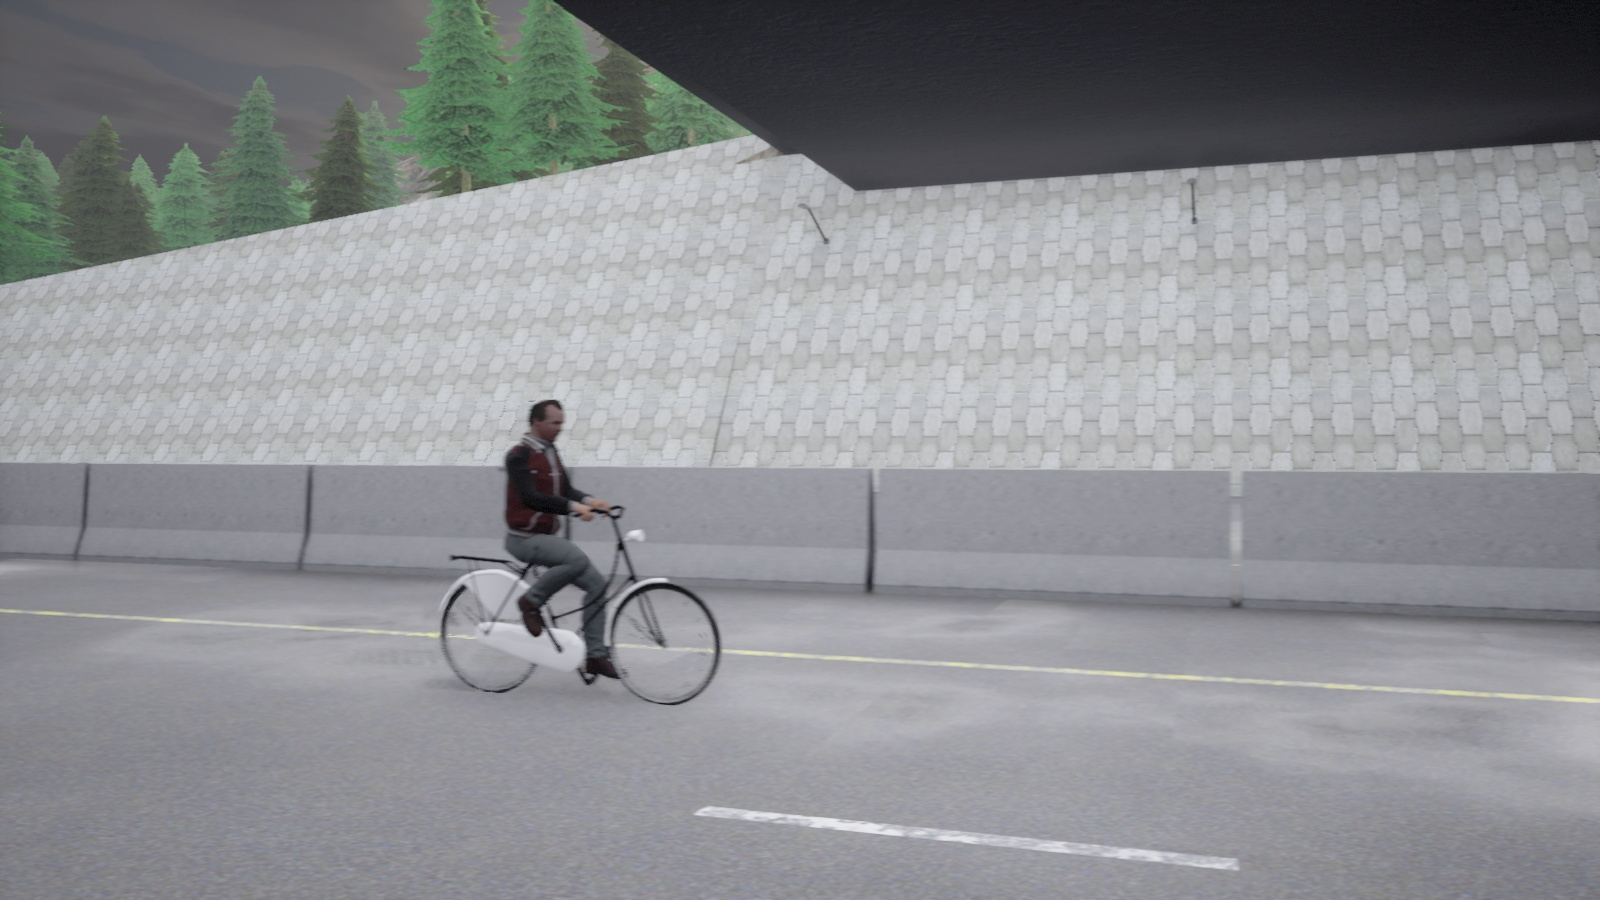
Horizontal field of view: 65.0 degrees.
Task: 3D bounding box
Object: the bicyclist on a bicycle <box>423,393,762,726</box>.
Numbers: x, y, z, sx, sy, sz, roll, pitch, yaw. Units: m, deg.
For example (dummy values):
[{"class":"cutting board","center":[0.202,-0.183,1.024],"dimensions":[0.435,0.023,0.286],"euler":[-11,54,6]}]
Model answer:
[{"class":"bicyclist on a bicycle","center":[-1.199,0.576,7.287],"dimensions":[1.843,1.776,0.659],"euler":[0,1,19]}]
